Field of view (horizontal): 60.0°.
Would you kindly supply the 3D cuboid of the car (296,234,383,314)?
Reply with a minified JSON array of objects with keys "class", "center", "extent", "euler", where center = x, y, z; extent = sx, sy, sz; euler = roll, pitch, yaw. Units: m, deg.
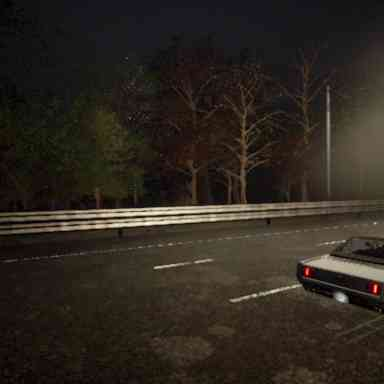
[{"class":"car","center":[4.484,1.554,7.030],"extent":[4.718,1.301,1.895],"euler":[0,0,-33]}]
